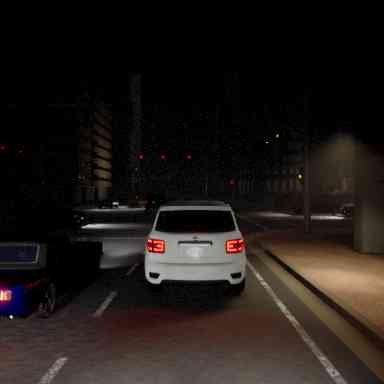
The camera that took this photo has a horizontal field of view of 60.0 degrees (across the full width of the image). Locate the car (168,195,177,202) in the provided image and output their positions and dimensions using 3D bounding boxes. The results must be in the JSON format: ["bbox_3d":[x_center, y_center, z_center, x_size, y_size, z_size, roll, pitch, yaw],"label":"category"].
[{"bbox_3d":[-4.433,1.500,75.723,1.837,1.490,4.892,0,0,0],"label":"car"}]

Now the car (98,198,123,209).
[{"bbox_3d":[-11.401,1.547,45.662,2.033,1.411,5.357,0,0,0],"label":"car"}]

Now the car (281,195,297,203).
[{"bbox_3d":[18.826,1.395,64.496,1.970,1.475,3.806,0,0,0],"label":"car"}]

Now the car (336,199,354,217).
[{"bbox_3d":[15.453,1.564,29.314,4.181,1.385,1.994,0,0,1],"label":"car"}]

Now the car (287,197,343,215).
[{"bbox_3d":[12.298,1.505,32.849,4.892,1.490,1.837,0,0,0],"label":"car"}]

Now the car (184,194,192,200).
[{"bbox_3d":[-0.979,1.304,85.781,1.882,1.535,5.008,0,0,0],"label":"car"}]

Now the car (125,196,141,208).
[{"bbox_3d":[-7.906,1.478,47.761,1.882,1.535,5.008,0,0,0],"label":"car"}]

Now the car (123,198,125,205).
[{"bbox_3d":[-11.432,1.601,55.254,1.895,1.301,4.718,0,0,0],"label":"car"}]

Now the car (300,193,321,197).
[{"bbox_3d":[16.136,1.156,47.027,1.905,1.878,3.866,0,0,0],"label":"car"}]

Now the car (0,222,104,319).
[{"bbox_3d":[-3.419,1.601,7.304,1.895,1.301,4.718,0,0,1],"label":"car"}]

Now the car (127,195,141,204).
[{"bbox_3d":[-11.420,1.478,65.740,1.882,1.535,5.008,0,0,0],"label":"car"}]

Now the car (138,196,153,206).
[{"bbox_3d":[-7.935,1.505,57.032,1.837,1.490,4.892,0,0,0],"label":"car"}]

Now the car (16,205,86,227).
[{"bbox_3d":[-9.288,1.564,22.082,4.181,1.385,1.994,0,0,-1],"label":"car"}]

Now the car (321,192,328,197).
[{"bbox_3d":[30.159,1.153,79.658,1.932,1.855,4.605,0,0,0],"label":"car"}]

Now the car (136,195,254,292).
[{"bbox_3d":[0.094,1.221,9.055,2.150,2.045,5.566,0,0,1],"label":"car"}]

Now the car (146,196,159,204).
[{"bbox_3d":[-7.911,1.547,67.642,2.033,1.411,5.357,0,0,0],"label":"car"}]

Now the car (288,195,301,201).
[{"bbox_3d":[24.580,1.395,79.603,1.970,1.475,3.806,0,0,0],"label":"car"}]

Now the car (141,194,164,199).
[{"bbox_3d":[-4.153,1.221,39.375,2.150,2.045,5.566,0,0,2],"label":"car"}]

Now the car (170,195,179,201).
[{"bbox_3d":[-4.474,1.553,84.583,1.994,1.385,4.181,0,0,0],"label":"car"}]

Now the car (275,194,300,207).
[{"bbox_3d":[13.242,1.153,47.078,1.932,1.855,4.605,0,0,0],"label":"car"}]
